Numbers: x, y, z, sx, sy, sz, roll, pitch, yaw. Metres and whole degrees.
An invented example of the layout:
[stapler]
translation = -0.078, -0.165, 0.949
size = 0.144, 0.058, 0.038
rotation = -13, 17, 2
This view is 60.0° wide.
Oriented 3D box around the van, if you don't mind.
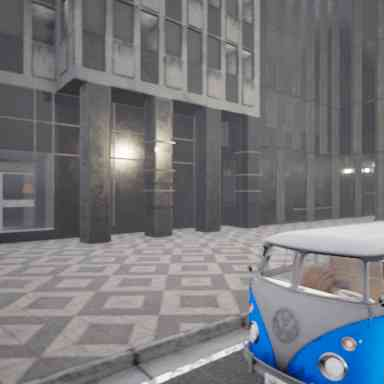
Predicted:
[van]
translation = 2.467, 1.343, 4.519
size = 3.998, 1.788, 1.690
rotation = 0, 0, -38
